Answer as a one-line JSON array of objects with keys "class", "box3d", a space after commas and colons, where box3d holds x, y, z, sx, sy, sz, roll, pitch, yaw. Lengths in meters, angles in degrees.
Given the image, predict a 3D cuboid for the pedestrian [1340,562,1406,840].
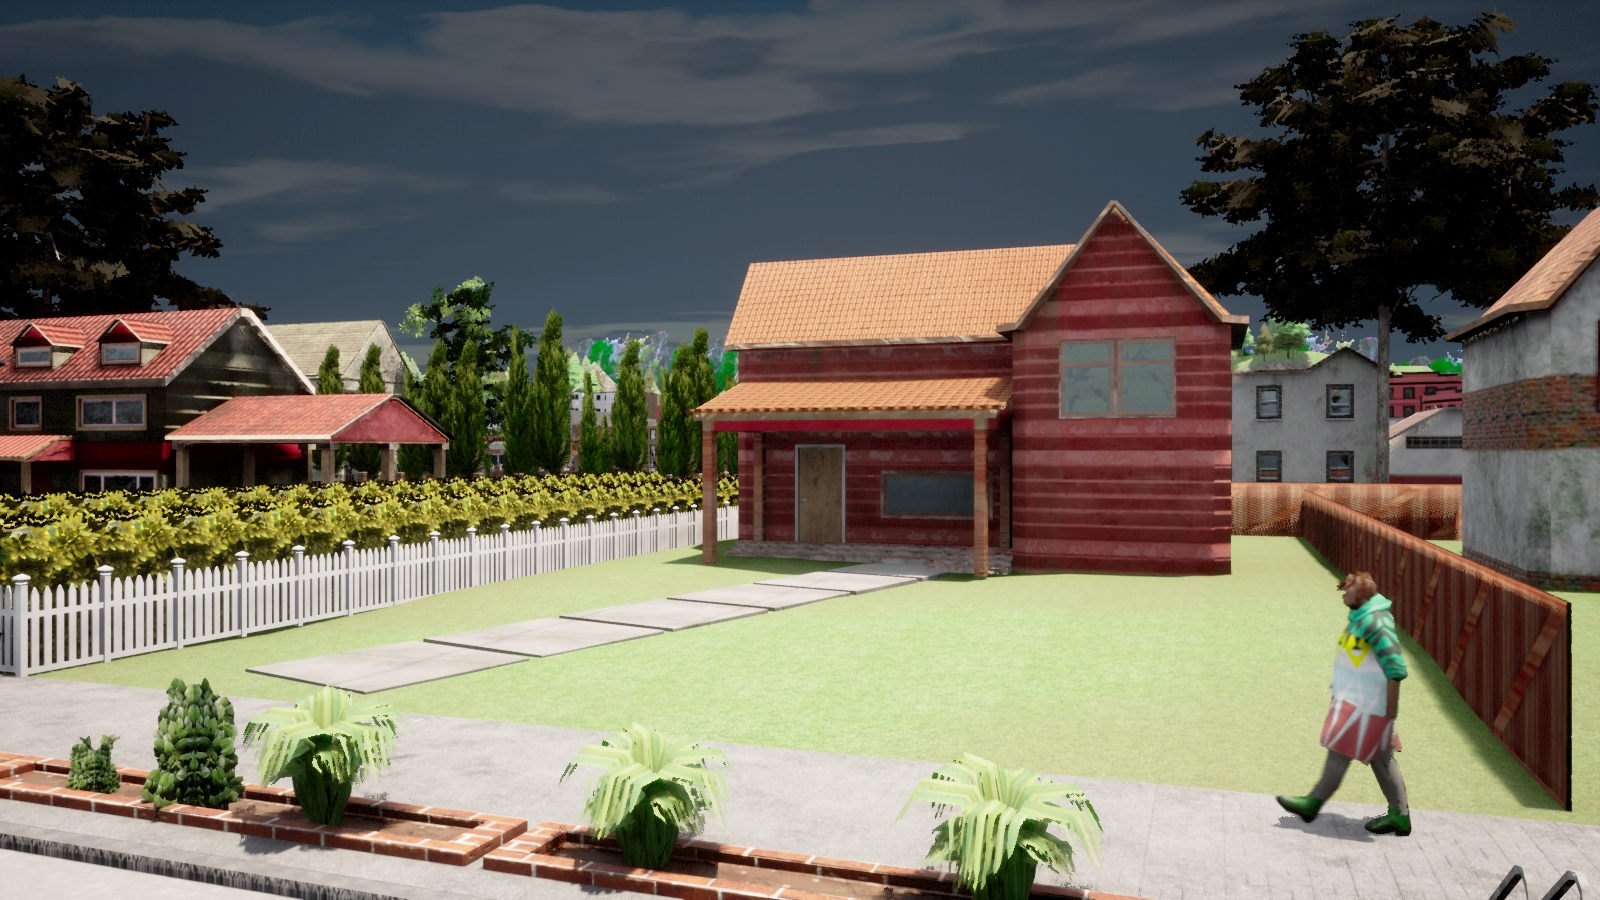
[{"class": "pedestrian", "box3d": [4.043, 1.744, 8.078, 0.375, 1.860, 0.375, 0, 0, 20]}]
